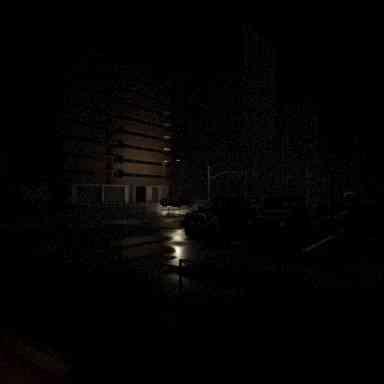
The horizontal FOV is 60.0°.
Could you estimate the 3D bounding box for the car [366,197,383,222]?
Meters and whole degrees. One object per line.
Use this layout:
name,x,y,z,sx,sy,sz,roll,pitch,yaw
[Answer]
car,15.862,1.395,27.342,1.970,1.475,3.806,0,0,34

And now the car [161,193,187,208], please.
car,-2.212,1.223,48.471,2.150,2.045,5.566,0,0,34

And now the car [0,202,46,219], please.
car,-15.397,1.563,28.870,1.994,1.385,4.181,0,0,34

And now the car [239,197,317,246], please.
car,3.839,1.156,14.386,1.905,1.878,3.866,0,0,34

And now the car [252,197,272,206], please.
car,12.011,1.526,56.805,1.812,1.442,4.674,0,0,34

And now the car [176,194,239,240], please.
car,1.471,1.153,16.052,1.932,1.855,4.605,0,0,34

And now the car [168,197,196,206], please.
car,-1.593,1.548,55.584,2.033,1.411,5.357,0,0,34

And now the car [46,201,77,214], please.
car,-14.907,1.601,35.882,1.895,1.301,4.718,0,0,34
